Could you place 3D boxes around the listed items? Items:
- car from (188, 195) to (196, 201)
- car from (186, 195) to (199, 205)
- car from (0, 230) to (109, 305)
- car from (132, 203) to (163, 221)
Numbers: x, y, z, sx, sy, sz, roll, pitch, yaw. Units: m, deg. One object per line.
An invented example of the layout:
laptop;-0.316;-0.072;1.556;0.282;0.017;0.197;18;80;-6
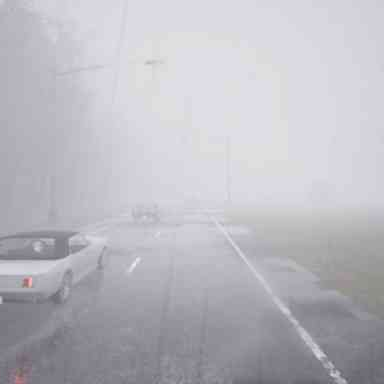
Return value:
car;0.008;1.300;73.077;1.895;1.301;4.718;0;0;0
car;0.103;1.343;54.071;1.994;1.385;4.181;0;0;0
car;-3.400;1.568;7.964;1.895;1.301;4.718;0;0;0
car;-3.400;1.493;26.068;1.895;1.301;4.718;0;0;0
